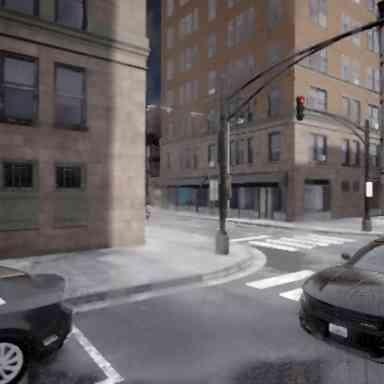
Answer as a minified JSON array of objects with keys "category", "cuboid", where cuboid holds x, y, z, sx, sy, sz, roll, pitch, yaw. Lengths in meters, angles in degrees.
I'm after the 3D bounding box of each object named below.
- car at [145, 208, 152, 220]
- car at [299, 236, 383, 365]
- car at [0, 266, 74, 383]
[{"category":"car","cuboid":[-4.919,1.466,26.489,1.994,1.385,4.181,0,0,-36]},{"category":"car","cuboid":[3.924,1.510,5.747,5.008,1.535,1.882,0,0,-35]},{"category":"car","cuboid":[-3.614,1.548,3.609,4.403,1.369,2.008,0,0,-36]}]
